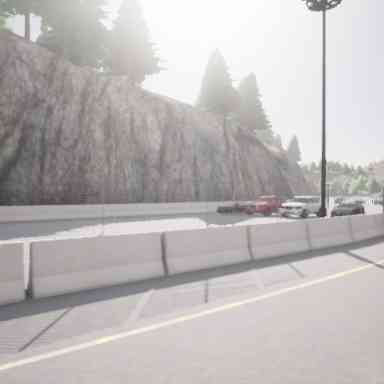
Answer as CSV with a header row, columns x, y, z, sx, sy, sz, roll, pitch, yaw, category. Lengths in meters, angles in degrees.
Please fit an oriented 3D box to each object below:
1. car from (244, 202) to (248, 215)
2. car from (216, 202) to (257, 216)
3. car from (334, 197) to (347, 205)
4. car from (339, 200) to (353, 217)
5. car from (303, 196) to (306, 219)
x,y,z,sx,sy,sz,roll,pitch,yaw,category
7.727,1.393,33.752,2.150,2.045,5.566,0,0,45,car
4.823,1.767,35.792,4.718,1.301,1.895,0,0,-45,car
30.515,1.865,68.222,1.837,1.490,4.892,0,0,32,car
14.405,1.688,30.575,1.837,1.490,4.892,0,0,44,car
10.564,1.395,31.640,2.150,2.045,5.566,0,0,45,car
